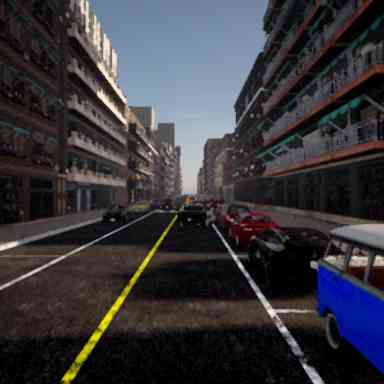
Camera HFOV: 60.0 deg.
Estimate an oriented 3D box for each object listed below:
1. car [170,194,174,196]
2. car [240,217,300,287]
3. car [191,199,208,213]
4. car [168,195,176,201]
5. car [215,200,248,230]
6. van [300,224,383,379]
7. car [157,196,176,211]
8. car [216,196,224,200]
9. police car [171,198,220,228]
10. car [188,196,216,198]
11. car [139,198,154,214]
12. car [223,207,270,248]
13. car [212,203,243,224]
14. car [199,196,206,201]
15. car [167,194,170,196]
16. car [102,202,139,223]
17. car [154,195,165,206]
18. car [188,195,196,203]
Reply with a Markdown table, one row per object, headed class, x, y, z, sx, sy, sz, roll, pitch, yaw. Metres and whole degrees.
| class | x | y | z | sx | sy | sz | roll | pitch | yaw |
| --- | --- | --- | --- | --- | --- | --- | --- | --- | --- |
| car | -5.699 | 1.521 | 88.105 | 2.192 | 1.841 | 5.009 | 0 | 0 | 0 |
| car | 2.689 | 1.591 | 9.191 | 1.947 | 1.339 | 4.313 | 0 | 0 | 0 |
| car | 0.818 | 1.624 | 38.590 | 1.812 | 1.442 | 4.674 | 0 | 0 | 0 |
| car | -5.701 | 1.658 | 93.740 | 1.967 | 1.590 | 4.097 | 0 | 0 | 0 |
| car | 2.689 | 1.494 | 20.465 | 1.967 | 1.590 | 4.097 | 0 | 0 | 0 |
| van | 2.691 | 1.351 | 3.556 | 1.690 | 1.788 | 3.998 | 0 | 0 | 0 |
| car | -3.096 | 1.613 | 43.566 | 1.837 | 1.490 | 4.892 | 0 | 0 | 0 |
| car | 2.688 | 1.410 | 37.374 | 2.192 | 1.841 | 5.009 | 0 | 0 | 0 |
| police car | 0.385 | 1.482 | 22.935 | 1.930 | 1.638 | 5.238 | -1 | 0 | 13 |
| car | 0.895 | 1.435 | 32.569 | 2.097 | 1.767 | 4.553 | 0 | 0 | 0 |
| car | -5.694 | 1.620 | 37.206 | 1.752 | 1.417 | 4.829 | 0 | 0 | 0 |
| car | 2.689 | 1.585 | 14.828 | 1.887 | 1.381 | 4.507 | 0 | 0 | 0 |
| car | 2.688 | 1.619 | 26.100 | 2.008 | 1.369 | 4.403 | 0 | 0 | 0 |
| car | 2.680 | 1.731 | 88.271 | 1.752 | 1.417 | 4.829 | 0 | 0 | 0 |
| car | -5.696 | 1.461 | 59.923 | 2.192 | 1.841 | 5.009 | 0 | 0 | 0 |
| car | -5.693 | 1.634 | 26.102 | 1.947 | 1.339 | 4.313 | 0 | 0 | 0 |
| car | -5.696 | 1.574 | 54.286 | 1.967 | 1.590 | 4.097 | 0 | 0 | 0 |
| car | -0.010 | 1.527 | 73.976 | 1.882 | 1.535 | 5.008 | 0 | 0 | 0 |
